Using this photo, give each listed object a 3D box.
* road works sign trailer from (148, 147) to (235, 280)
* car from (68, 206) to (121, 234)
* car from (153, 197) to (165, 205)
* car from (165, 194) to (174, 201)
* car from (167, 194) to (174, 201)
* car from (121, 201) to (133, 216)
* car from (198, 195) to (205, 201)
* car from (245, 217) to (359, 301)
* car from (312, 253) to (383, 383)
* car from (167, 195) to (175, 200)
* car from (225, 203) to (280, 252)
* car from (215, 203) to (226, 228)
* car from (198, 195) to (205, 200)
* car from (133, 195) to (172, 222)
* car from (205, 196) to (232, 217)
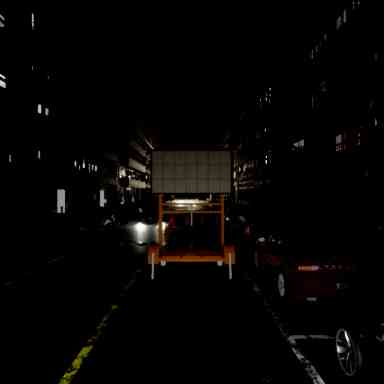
[{"bbox_3d":[-0.013,0.464,9.906,2.380,3.560,2.880,0,0,0],"label":"road works sign trailer"},{"bbox_3d":[-5.715,1.565,19.404,1.947,1.339,4.313,0,0,0],"label":"car"},{"bbox_3d":[-5.771,1.568,58.861,1.802,1.307,4.206,0,0,0],"label":"car"},{"bbox_3d":[-5.810,1.412,87.041,1.967,1.590,4.097,0,0,0],"label":"car"},{"bbox_3d":[-5.801,1.290,81.406,2.192,1.841,5.009,0,0,0],"label":"car"},{"bbox_3d":[-5.731,1.522,30.507,1.752,1.417,4.829,0,0,0],"label":"car"},{"bbox_3d":[2.578,1.500,81.584,1.752,1.417,4.829,0,0,0],"label":"car"},{"bbox_3d":[2.682,1.545,8.140,1.887,1.381,4.507,0,0,0],"label":"car"},{"bbox_3d":[2.689,1.566,2.504,1.947,1.339,4.313,0,0,0],"label":"car"},{"bbox_3d":[-5.818,1.513,92.679,1.887,1.381,4.507,0,0,0],"label":"car"},{"bbox_3d":[2.674,1.440,13.777,1.967,1.590,4.097,0,0,0],"label":"car"},{"bbox_3d":[2.666,1.550,19.413,2.008,1.369,4.403,0,0,0],"label":"car"},{"bbox_3d":[2.563,1.513,92.686,1.887,1.381,4.507,0,0,0],"label":"car"},{"bbox_3d":[-3.036,1.350,26.496,2.097,1.767,4.553,0,0,0],"label":"car"},{"bbox_3d":[2.651,1.312,30.686,2.192,1.841,5.009,0,0,0],"label":"car"}]
